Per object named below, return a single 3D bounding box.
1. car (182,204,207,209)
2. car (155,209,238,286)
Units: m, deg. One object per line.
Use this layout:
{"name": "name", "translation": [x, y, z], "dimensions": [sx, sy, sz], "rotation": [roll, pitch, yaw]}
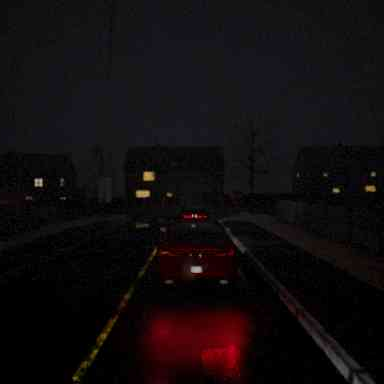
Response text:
{"name": "car", "translation": [0.152, 1.460, 19.798], "dimensions": [1.837, 1.490, 4.892], "rotation": [0, 0, 2]}
{"name": "car", "translation": [0.101, 1.452, 9.363], "dimensions": [1.882, 1.535, 5.008], "rotation": [0, 0, 0]}
